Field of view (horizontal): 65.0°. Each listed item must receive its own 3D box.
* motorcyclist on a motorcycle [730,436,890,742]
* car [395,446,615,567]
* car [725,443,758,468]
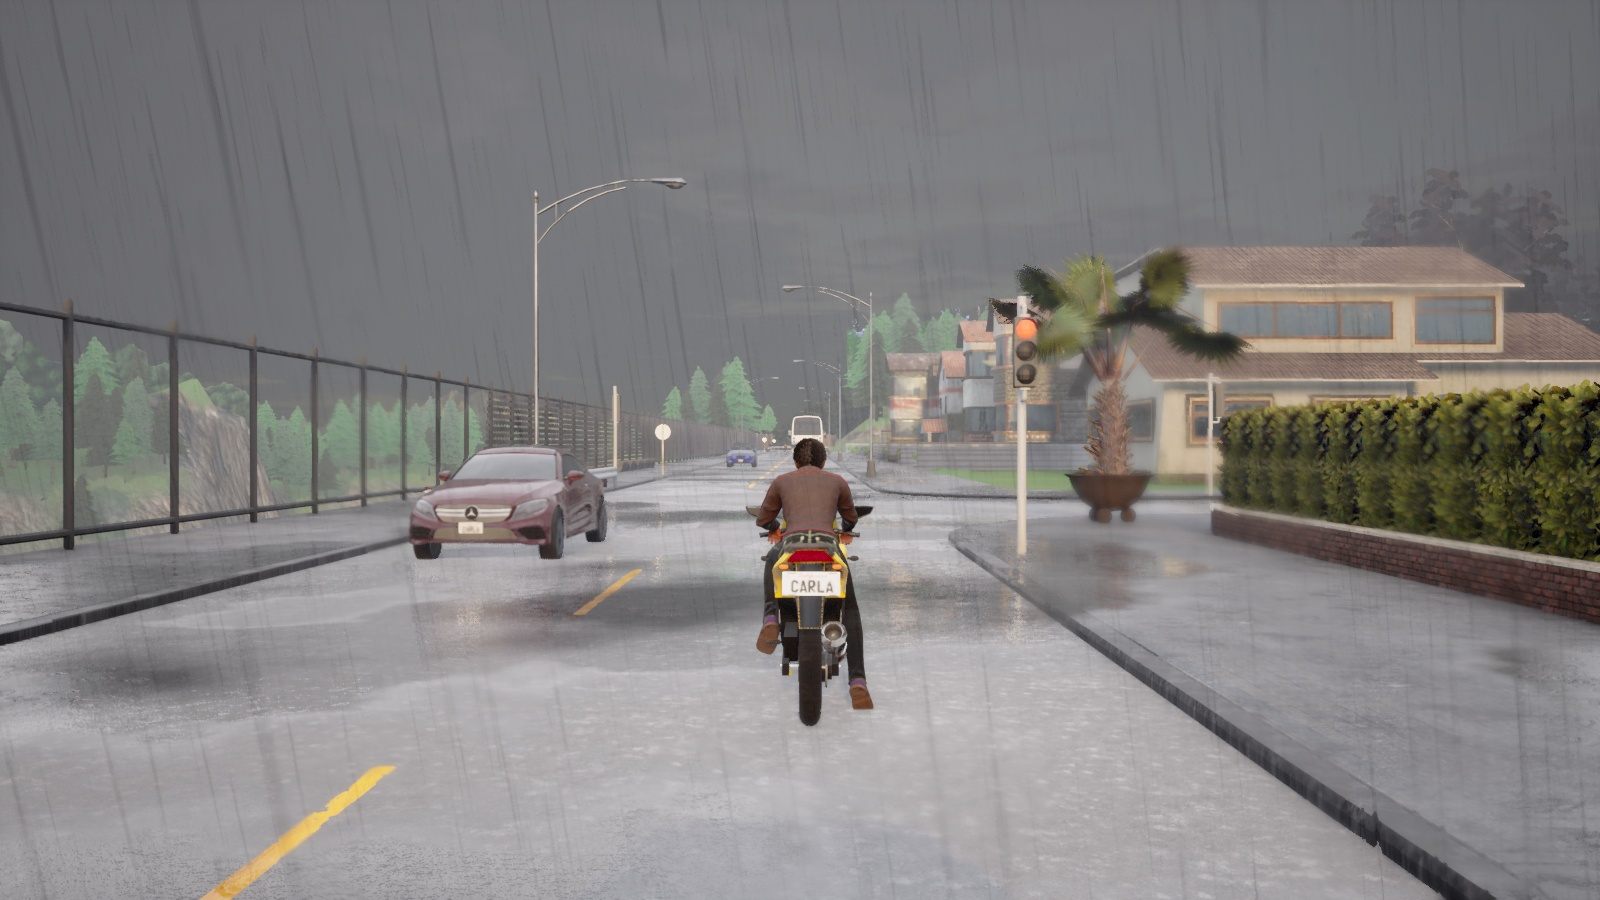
[{"bbox_3d":[0.056,0.688,7.269,0.797,1.523,2.044,0,0,0],"label":"motorcyclist on a motorcycle"},{"bbox_3d":[-3.909,0.670,17.481,1.812,1.442,4.674,0,0,2],"label":"car"},{"bbox_3d":[-3.554,0.323,76.895,1.816,1.474,4.193,0,0,0],"label":"car"}]
